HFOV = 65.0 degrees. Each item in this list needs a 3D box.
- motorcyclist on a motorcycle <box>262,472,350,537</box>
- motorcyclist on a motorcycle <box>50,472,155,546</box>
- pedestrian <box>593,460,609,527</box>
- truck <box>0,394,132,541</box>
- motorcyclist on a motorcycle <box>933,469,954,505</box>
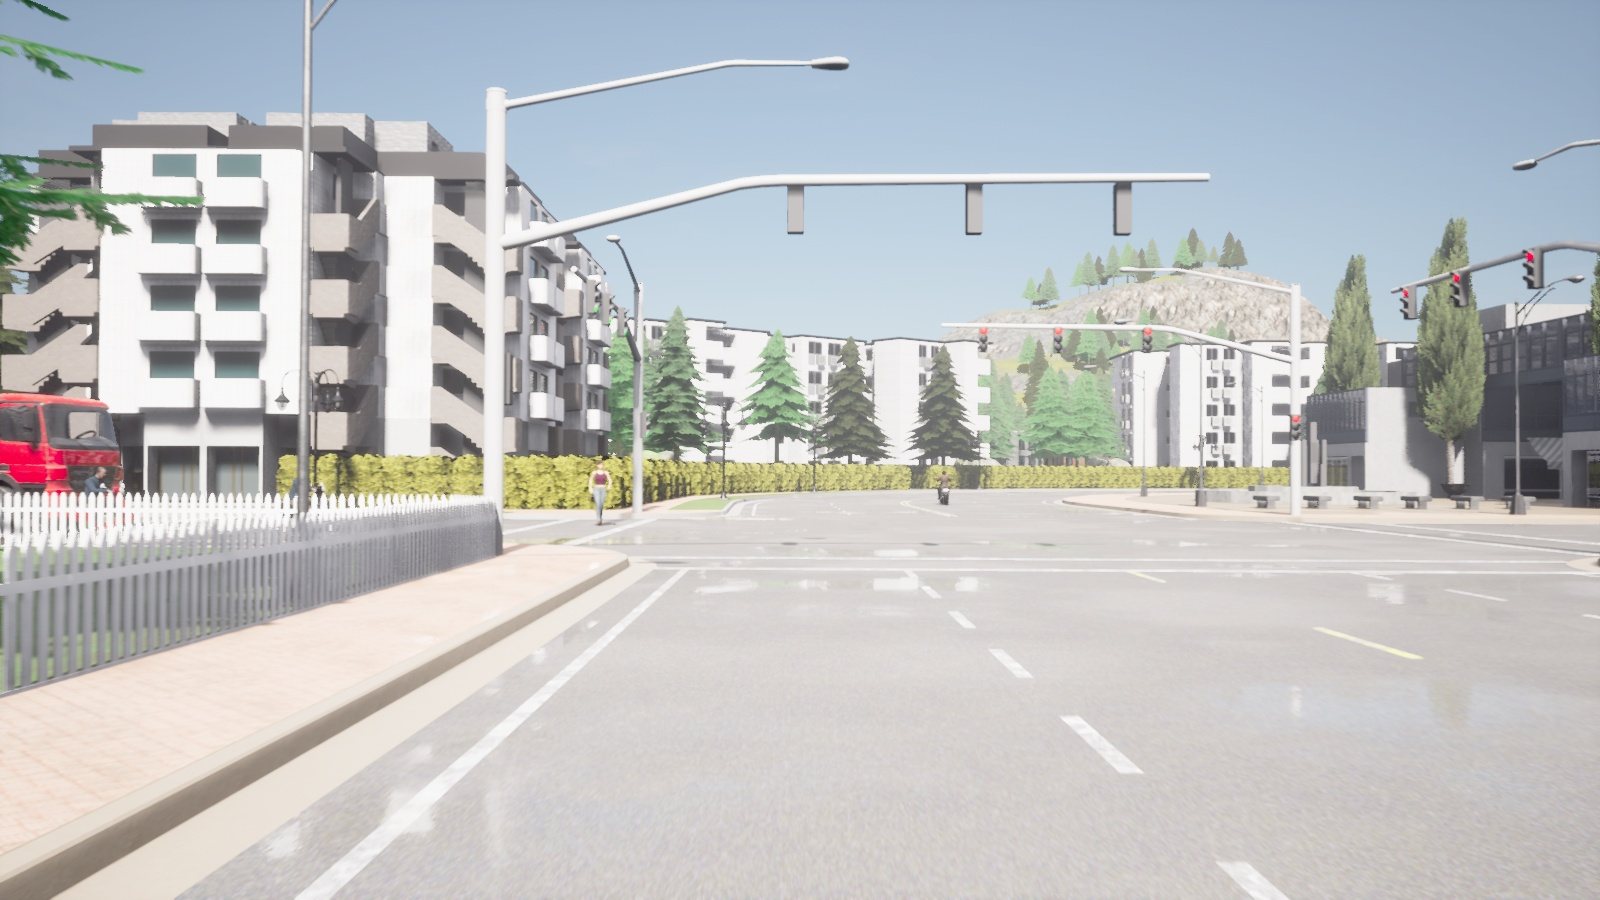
[{"bbox_3d":[-12.160,1.335,30.968,1.817,1.590,0.866,0,-1,1],"label":"motorcyclist on a motorcycle"},{"bbox_3d":[-15.268,1.290,27.538,1.817,1.590,0.866,0,-1,1],"label":"motorcyclist on a motorcycle"},{"bbox_3d":[-5.522,1.209,34.877,0.345,1.836,0.594,0,-1,-17],"label":"pedestrian"},{"bbox_3d":[-21.332,0.439,31.191,7.936,3.462,2.891,0,-1,1],"label":"truck"},{"bbox_3d":[6.814,1.735,59.584,0.766,1.649,2.350,0,-1,1],"label":"motorcyclist on a motorcycle"}]
